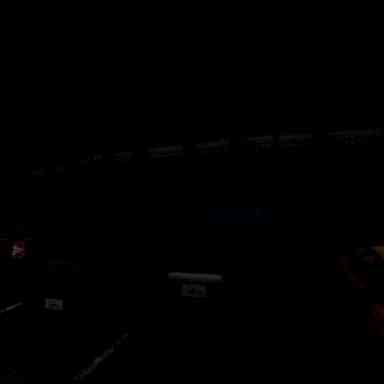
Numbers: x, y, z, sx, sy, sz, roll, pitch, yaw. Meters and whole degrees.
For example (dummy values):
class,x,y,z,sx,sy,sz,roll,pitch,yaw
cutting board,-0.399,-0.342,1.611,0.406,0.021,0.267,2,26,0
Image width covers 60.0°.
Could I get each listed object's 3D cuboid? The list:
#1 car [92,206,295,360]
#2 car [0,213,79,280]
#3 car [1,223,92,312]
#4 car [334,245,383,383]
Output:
class,x,y,z,sx,sy,sz,roll,pitch,yaw
car,0.731,1.269,6.389,2.435,2.045,5.566,-1,-1,15
car,-4.206,1.458,9.840,2.185,1.767,4.553,-1,-1,15
car,-1.745,1.581,8.081,2.163,1.488,4.792,0,-1,16
car,3.139,1.481,4.421,1.946,1.575,5.366,0,-1,15
